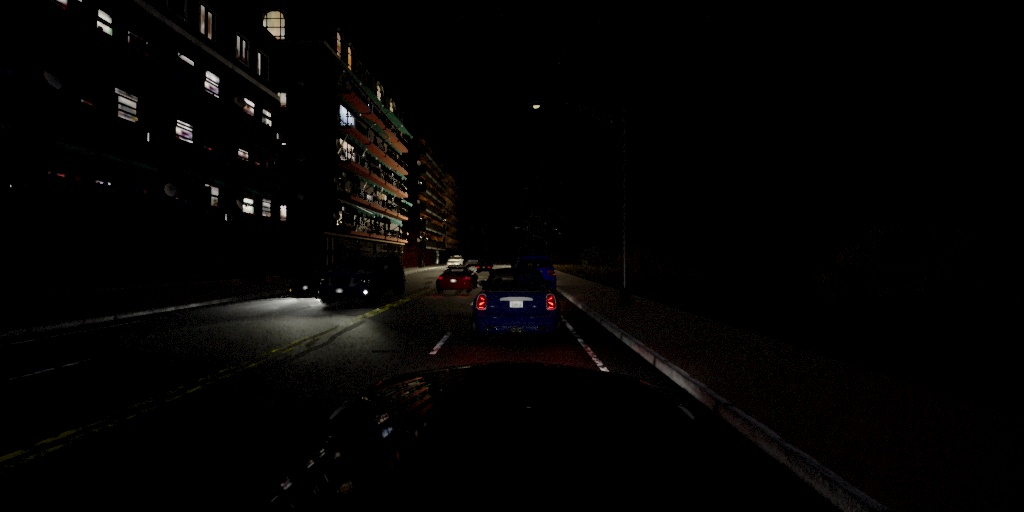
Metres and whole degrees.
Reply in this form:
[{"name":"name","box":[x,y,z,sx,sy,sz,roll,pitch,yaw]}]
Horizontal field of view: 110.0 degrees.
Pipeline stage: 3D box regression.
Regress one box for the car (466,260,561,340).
[{"name":"car","box":[0.098,1.103,10.172,2.097,1.767,4.553,0,0,0]}]

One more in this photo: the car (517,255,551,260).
[{"name":"car","box":[1.137,0.977,19.747,2.150,2.045,5.566,0,0,0]}]

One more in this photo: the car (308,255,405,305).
[{"name":"car","box":[-6.601,0.973,16.474,2.150,2.045,5.566,0,0,0]}]

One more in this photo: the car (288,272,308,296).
[{"name":"car","box":[-9.851,1.316,19.070,1.994,1.385,4.181,0,0,0]}]

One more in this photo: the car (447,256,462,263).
[{"name":"car","box":[-9.809,0.972,62.364,2.150,2.045,5.566,0,0,0]}]

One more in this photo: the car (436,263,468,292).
[{"name":"car","box":[-3.151,1.316,21.229,1.994,1.385,4.181,0,0,0]}]

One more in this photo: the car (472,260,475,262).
[{"name":"car","box":[-3.144,1.299,42.398,2.033,1.411,5.357,0,0,0]}]

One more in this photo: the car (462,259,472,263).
[{"name":"car","box":[-6.576,1.298,59.652,2.033,1.411,5.357,0,0,0]}]
